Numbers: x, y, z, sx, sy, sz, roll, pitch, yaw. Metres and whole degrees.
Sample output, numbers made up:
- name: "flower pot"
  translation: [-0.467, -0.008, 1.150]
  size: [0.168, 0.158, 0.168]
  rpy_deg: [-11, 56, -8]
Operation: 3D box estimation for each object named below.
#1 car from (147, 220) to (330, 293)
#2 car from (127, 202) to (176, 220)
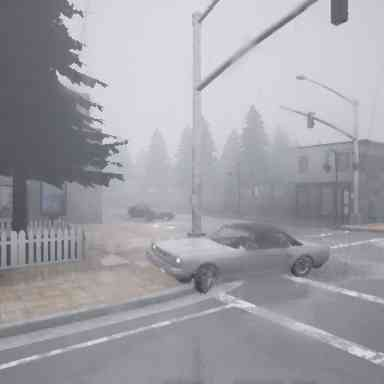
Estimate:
- name: "car"
  translation: [1.276, 1.564, 8.780]
  size: [4.718, 1.301, 1.895]
  rpy_deg: [2, 3, -27]
- name: "car"
  translation: [-3.366, 1.531, 26.424]
  size: [2.033, 1.411, 5.357]
  rpy_deg: [0, 0, -34]
